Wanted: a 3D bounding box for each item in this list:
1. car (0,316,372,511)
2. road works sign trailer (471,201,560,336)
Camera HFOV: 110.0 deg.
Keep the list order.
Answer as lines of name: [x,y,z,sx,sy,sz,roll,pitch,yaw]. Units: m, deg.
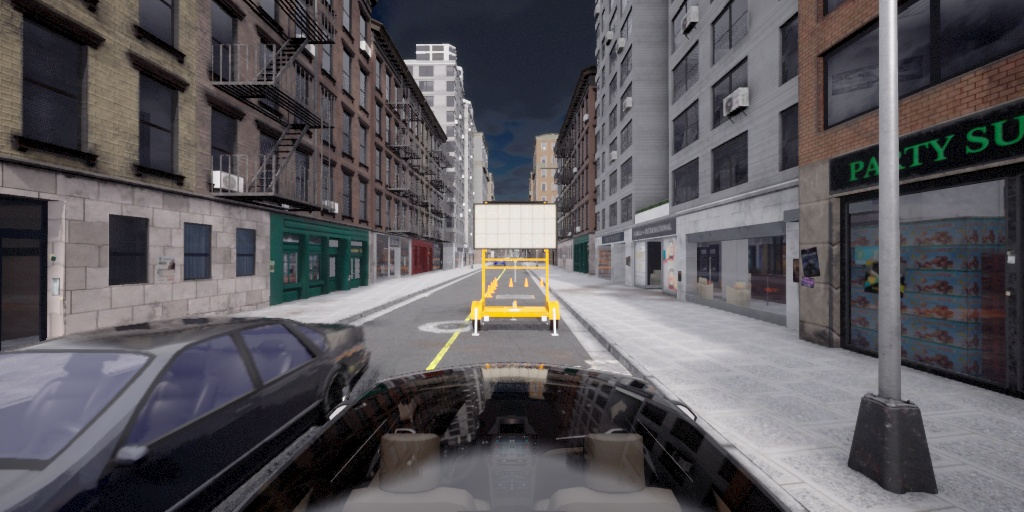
car: [-2.978,1.297,2.954,2.033,1.411,5.357,0,0,1]
road works sign trailer: [0.097,0.214,10.428,2.380,3.560,2.880,0,0,1]
